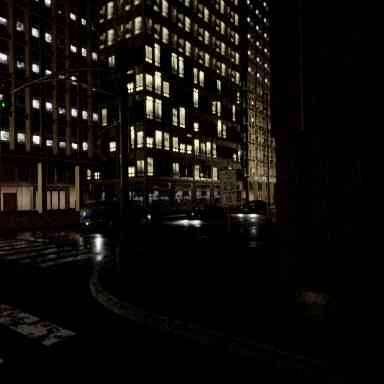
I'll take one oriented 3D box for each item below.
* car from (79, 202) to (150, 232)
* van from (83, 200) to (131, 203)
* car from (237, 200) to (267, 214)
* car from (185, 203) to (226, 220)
[{"bbox_3d":[-4.646,1.571,20.970,1.837,1.490,4.892,-1,-1,33],"label":"car"},{"bbox_3d":[-5.988,1.460,23.505,1.690,1.788,3.998,-2,-1,36],"label":"van"},{"bbox_3d":[7.115,1.632,37.259,1.812,1.442,4.674,-1,-1,36],"label":"car"},{"bbox_3d":[1.216,1.649,29.072,1.994,1.385,4.181,-1,-1,36],"label":"car"}]
